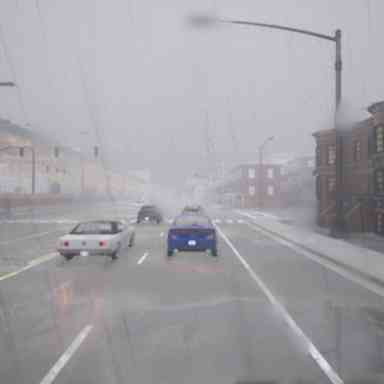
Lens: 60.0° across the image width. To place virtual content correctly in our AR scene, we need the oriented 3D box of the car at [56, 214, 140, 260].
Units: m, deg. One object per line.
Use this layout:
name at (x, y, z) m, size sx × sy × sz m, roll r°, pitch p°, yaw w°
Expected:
car at (-3.486, 1.746, 13.066) m, size 1.895 × 1.301 × 4.718 m, roll 0°, pitch -1°, yaw 0°

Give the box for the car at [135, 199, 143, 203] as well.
car at (-14.022, 2.524, 88.598) m, size 1.994 × 1.385 × 4.181 m, roll 0°, pitch -1°, yaw 0°

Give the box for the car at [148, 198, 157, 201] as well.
car at (-10.522, 2.327, 88.631) m, size 2.097 × 1.767 × 4.553 m, roll 0°, pitch -1°, yaw 0°

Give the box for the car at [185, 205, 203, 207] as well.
car at (0.225, 1.804, 28.290) m, size 2.128 × 1.511 × 4.902 m, roll 0°, pitch -1°, yaw 6°

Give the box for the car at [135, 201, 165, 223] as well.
car at (-3.487, 1.819, 28.321) m, size 1.837 × 1.490 × 4.892 m, roll 0°, pitch 0°, yaw 0°

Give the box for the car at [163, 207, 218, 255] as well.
car at (0.023, 1.633, 14.075) m, size 1.882 × 1.535 × 5.008 m, roll 0°, pitch 0°, yaw 0°
